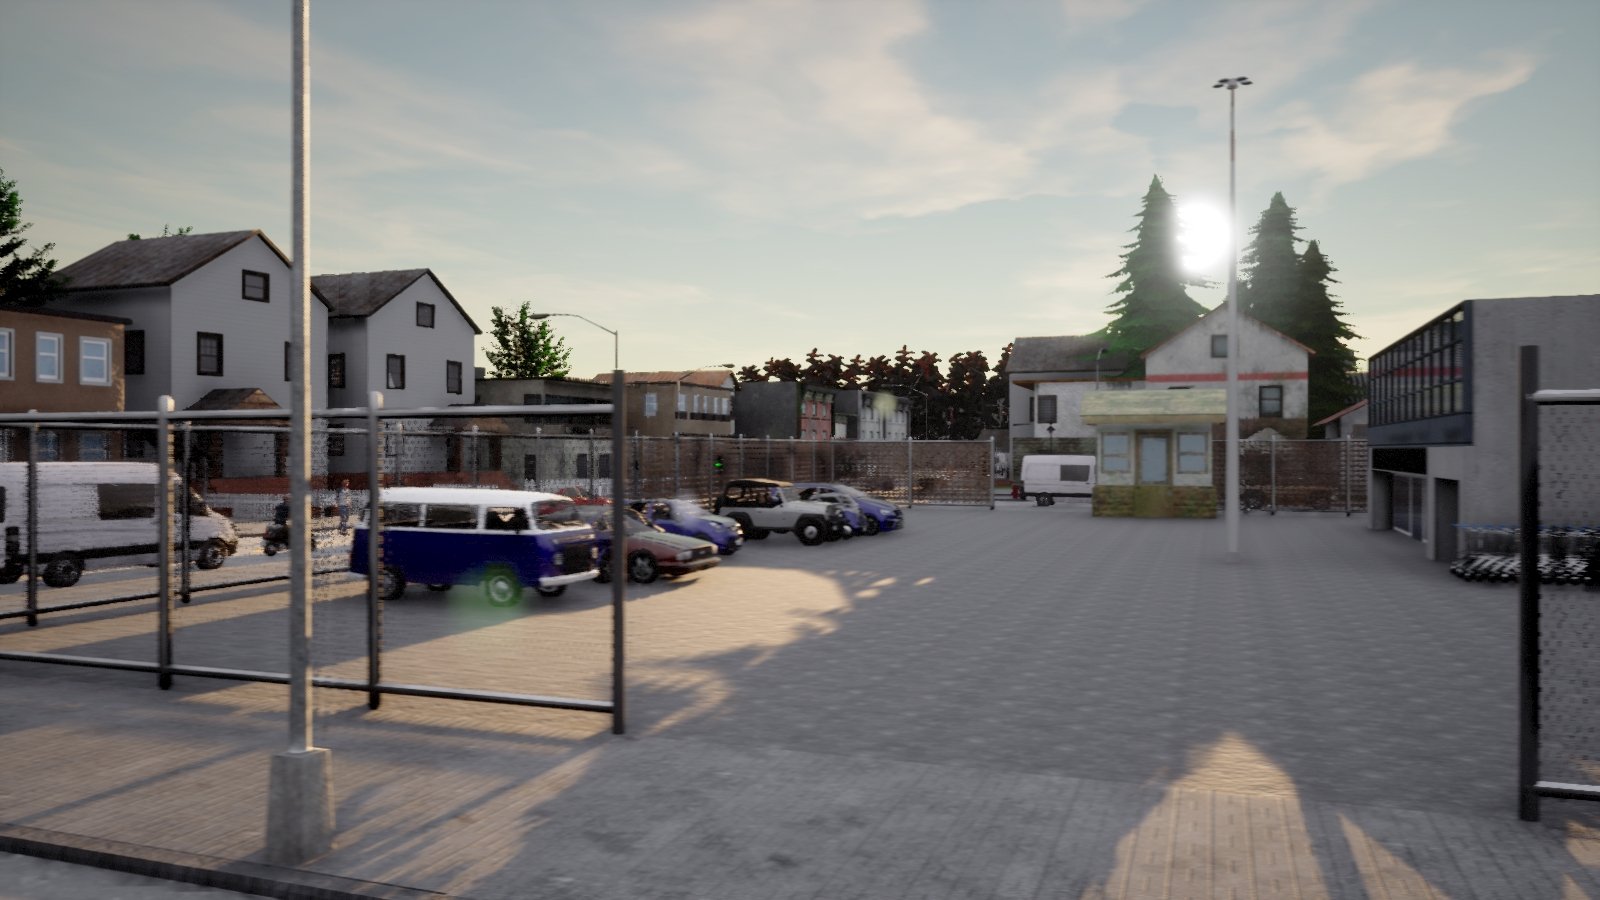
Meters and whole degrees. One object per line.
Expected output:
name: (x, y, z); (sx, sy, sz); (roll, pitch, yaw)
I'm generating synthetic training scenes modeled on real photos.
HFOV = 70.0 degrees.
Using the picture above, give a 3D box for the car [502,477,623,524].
car: (-8.822, 1.843, 42.915); (2.231, 1.480, 4.892); (0, 0, 20)

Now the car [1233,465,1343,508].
car: (22.469, 1.644, 52.773); (4.605, 1.855, 1.932); (0, 0, 21)

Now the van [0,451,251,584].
van: (-15.239, 1.314, 25.232); (1.988, 2.561, 5.915); (0, 0, 20)

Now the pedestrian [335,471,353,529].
pedestrian: (-14.923, 1.628, 37.375); (0.375, 1.860, 0.375); (0, 0, 27)

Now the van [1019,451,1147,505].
van: (13.808, 1.314, 55.770); (5.915, 2.561, 1.988); (0, 0, 20)
